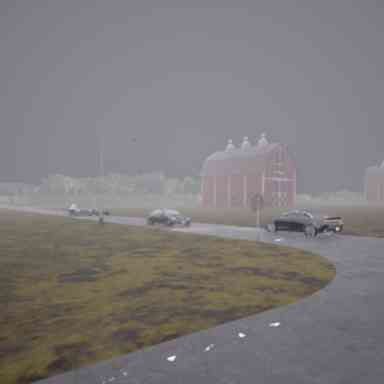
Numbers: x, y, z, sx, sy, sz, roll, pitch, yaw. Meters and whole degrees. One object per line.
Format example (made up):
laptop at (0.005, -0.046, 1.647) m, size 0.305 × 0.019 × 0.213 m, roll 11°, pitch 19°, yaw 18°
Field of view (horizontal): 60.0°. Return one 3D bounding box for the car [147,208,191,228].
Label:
car at (-1.985, 2.042, 26.717) m, size 1.812 × 1.442 × 4.674 m, roll 1°, pitch -2°, yaw -36°

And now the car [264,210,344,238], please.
car at (6.404, 1.795, 19.654) m, size 2.128 × 1.511 × 4.902 m, roll 1°, pitch -2°, yaw -32°

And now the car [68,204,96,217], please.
car at (-15.192, 2.420, 45.141) m, size 2.097 × 1.767 × 4.553 m, roll 1°, pitch -2°, yaw -35°

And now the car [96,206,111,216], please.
car at (-13.354, 2.690, 47.460) m, size 2.033 × 1.411 × 5.357 m, roll 1°, pitch -2°, yaw -35°
